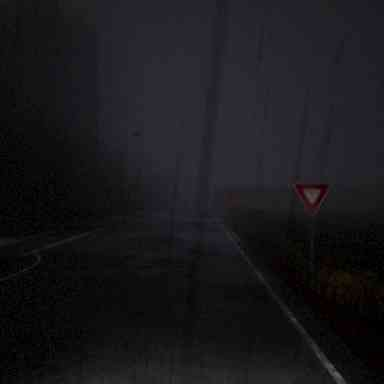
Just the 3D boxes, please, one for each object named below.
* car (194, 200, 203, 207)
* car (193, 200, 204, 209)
[{"bbox_3d":[1.442,2.359,71.394,1.812,1.442,4.674,0,-1,1],"label":"car"},{"bbox_3d":[1.223,2.294,60.778,2.033,1.411,5.357,0,-1,1],"label":"car"}]
